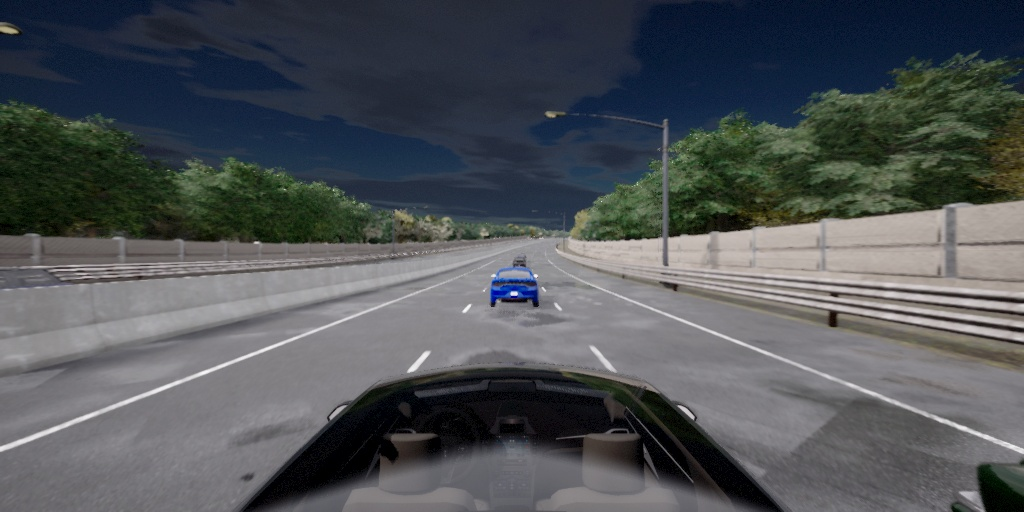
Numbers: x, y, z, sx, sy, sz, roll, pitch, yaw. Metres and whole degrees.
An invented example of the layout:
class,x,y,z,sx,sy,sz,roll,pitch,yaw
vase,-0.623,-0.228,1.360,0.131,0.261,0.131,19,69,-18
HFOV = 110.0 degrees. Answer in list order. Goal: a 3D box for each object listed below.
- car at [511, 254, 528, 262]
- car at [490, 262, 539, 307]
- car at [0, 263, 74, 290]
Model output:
class,x,y,z,sx,sy,sz,roll,pitch,yaw
car,0.987,0.896,47.642,1.837,1.490,4.892,0,1,2
car,0.114,1.221,15.613,1.882,1.535,5.008,0,0,1
car,-14.061,1.079,8.840,2.097,1.767,4.553,0,0,1
